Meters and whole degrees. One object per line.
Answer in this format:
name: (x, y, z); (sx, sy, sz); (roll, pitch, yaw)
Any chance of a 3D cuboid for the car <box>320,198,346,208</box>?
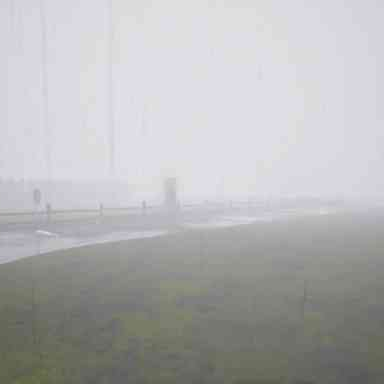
car: (19.943, 1.458, 46.935); (1.895, 1.301, 4.718); (1, 1, 44)
